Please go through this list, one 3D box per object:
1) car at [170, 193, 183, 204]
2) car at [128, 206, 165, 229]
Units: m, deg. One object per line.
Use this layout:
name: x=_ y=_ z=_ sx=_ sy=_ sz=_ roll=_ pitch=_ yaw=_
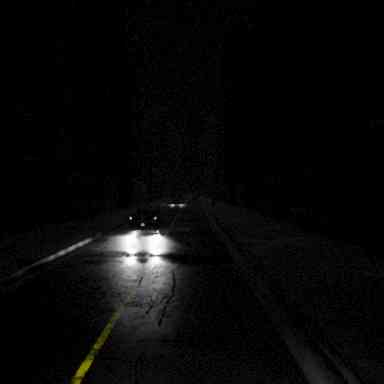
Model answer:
car: x=-2.784 y=1.254 z=62.510 sx=2.150 sy=2.045 sz=5.566 roll=0 pitch=0 yaw=1
car: x=-2.852 y=1.598 z=21.501 sx=1.895 sy=1.301 sz=4.718 roll=0 pitch=0 yaw=0
